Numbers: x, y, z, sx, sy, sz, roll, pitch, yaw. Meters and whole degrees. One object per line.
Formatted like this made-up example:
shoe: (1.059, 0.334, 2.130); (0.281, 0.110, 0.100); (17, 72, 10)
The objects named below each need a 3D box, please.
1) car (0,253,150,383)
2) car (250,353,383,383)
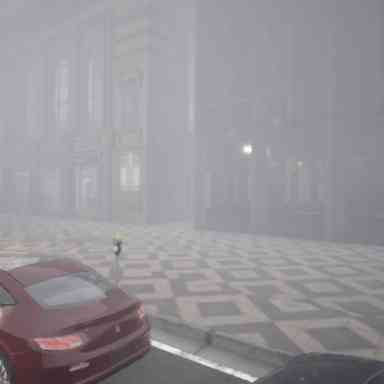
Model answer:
car: (-2.443, 1.546, 4.702); (4.206, 1.307, 1.802); (1, 0, 35)
car: (2.119, 1.574, 1.450); (4.313, 1.339, 1.947); (1, 0, 35)
